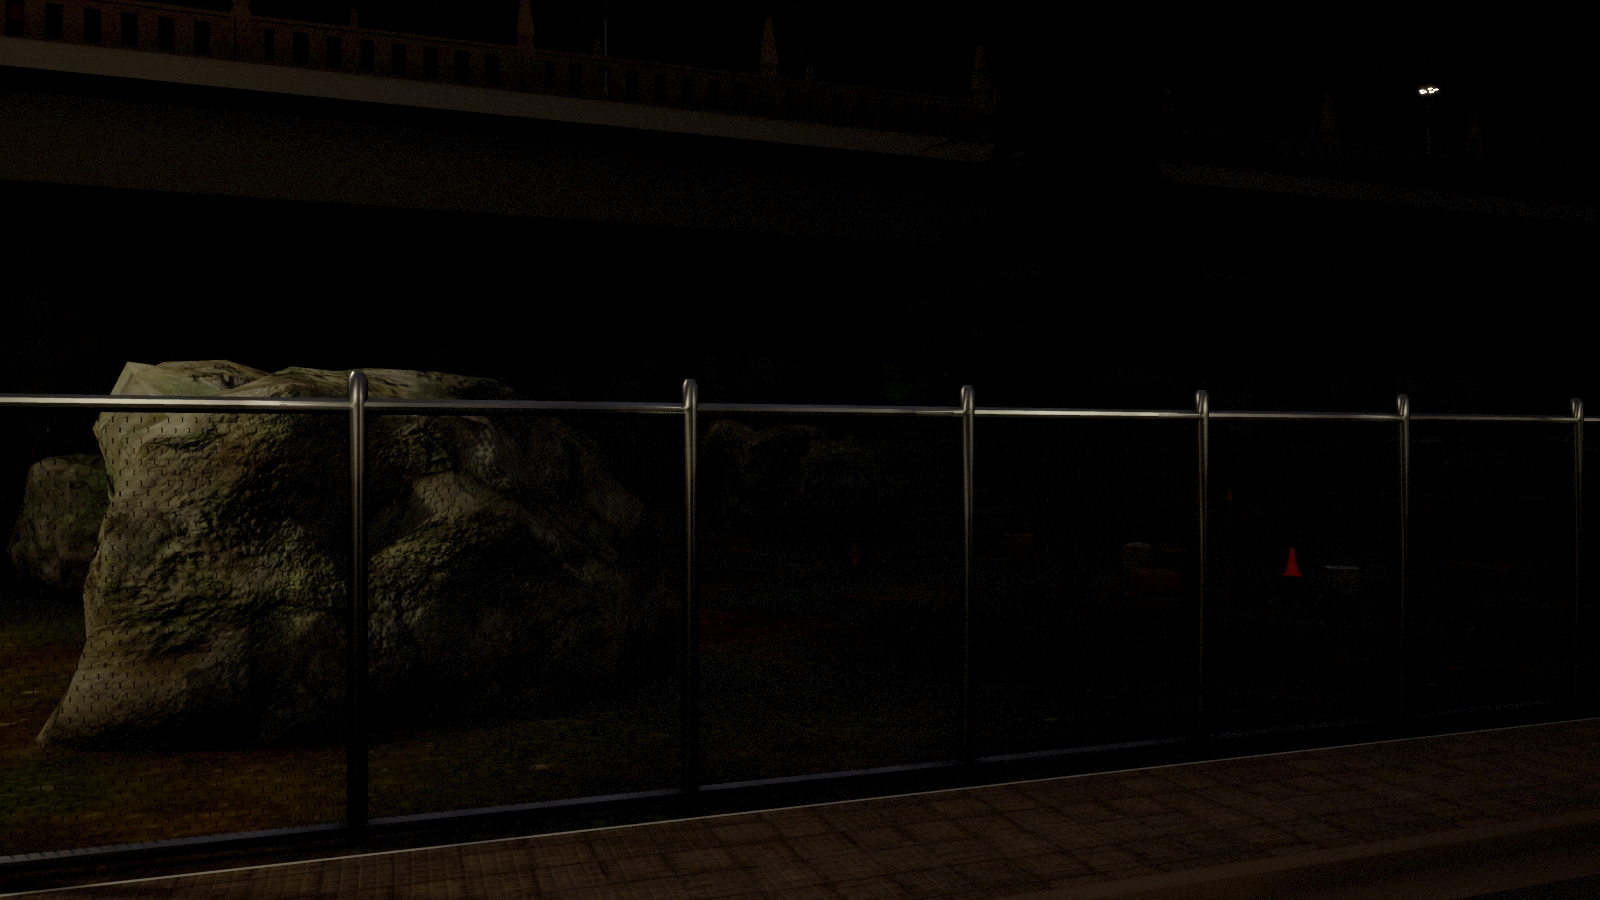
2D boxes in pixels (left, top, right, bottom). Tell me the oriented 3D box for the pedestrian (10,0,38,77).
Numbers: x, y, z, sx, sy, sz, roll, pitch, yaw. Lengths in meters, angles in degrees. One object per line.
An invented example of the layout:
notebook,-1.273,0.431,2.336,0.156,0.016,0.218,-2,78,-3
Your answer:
pedestrian,-15.171,-8.303,22.347,0.375,1.860,0.375,0,0,-20
